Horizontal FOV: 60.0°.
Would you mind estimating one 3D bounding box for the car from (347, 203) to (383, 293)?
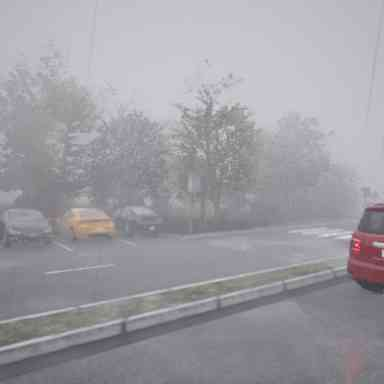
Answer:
[{"bbox_3d":[5.872,1.239,7.636,5.566,2.045,2.150,0,0,-34],"label":"car"}]

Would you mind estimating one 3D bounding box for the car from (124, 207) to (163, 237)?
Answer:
[{"bbox_3d":[-3.405,1.576,18.783,2.231,1.521,4.892,0,0,-35],"label":"car"}]

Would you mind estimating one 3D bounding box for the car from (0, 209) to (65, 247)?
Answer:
[{"bbox_3d":[-7.902,1.550,15.602,2.231,1.521,4.892,0,0,-35],"label":"car"}]

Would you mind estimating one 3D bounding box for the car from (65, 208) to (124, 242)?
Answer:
[{"bbox_3d":[-5.651,1.563,17.188,2.097,1.535,5.008,0,0,-35],"label":"car"}]
